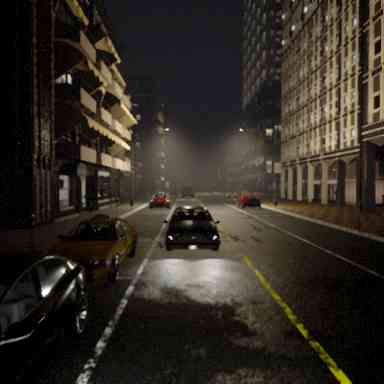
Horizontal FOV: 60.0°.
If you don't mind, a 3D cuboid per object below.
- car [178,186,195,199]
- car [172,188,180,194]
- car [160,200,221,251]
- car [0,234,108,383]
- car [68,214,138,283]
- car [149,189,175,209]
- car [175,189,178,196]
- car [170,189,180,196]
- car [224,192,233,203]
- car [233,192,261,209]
[{"bbox_3d":[-0.700,0.044,54.544,2.150,2.045,5.566,0,1,-1],"label":"car"},{"bbox_3d":[-3.999,-0.227,84.249,1.802,1.307,4.206,0,1,-1],"label":"car"},{"bbox_3d":[-0.019,1.262,12.916,2.033,1.411,5.357,0,1,-1],"label":"car"},{"bbox_3d":[-2.438,1.477,3.582,1.947,1.339,4.313,0,1,-1],"label":"car"},{"bbox_3d":[-2.540,1.317,9.058,1.752,1.417,4.829,0,1,-1],"label":"car"},{"bbox_3d":[-2.966,0.740,31.811,1.967,1.590,4.097,0,1,-1],"label":"car"},{"bbox_3d":[-3.601,0.131,65.691,2.008,1.369,4.403,0,1,-1],"label":"car"},{"bbox_3d":[-3.706,0.012,71.337,2.008,1.369,4.403,0,1,-1],"label":"car"},{"bbox_3d":[5.201,0.632,43.263,2.008,1.369,4.403,0,1,-1],"label":"car"},{"bbox_3d":[5.413,0.868,31.970,1.887,1.381,4.507,0,1,-1],"label":"car"}]
